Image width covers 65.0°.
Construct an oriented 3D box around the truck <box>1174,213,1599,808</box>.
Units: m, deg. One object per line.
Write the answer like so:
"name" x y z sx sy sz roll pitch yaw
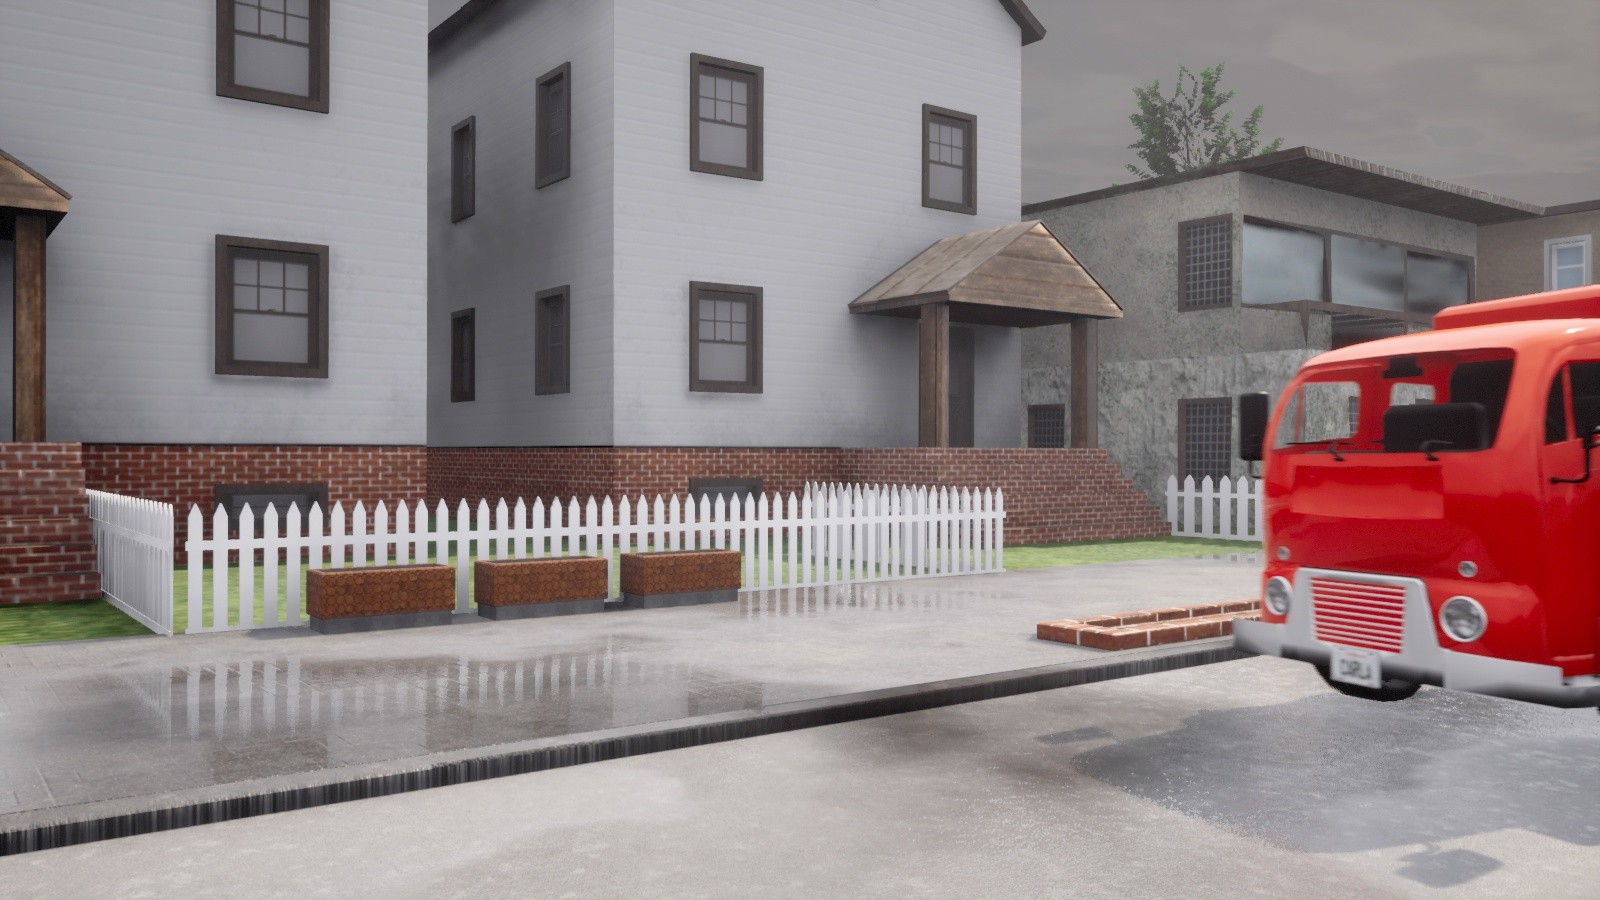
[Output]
"truck" 5.186 0.264 7.438 5.204 2.467 2.627 0 -1 -24
